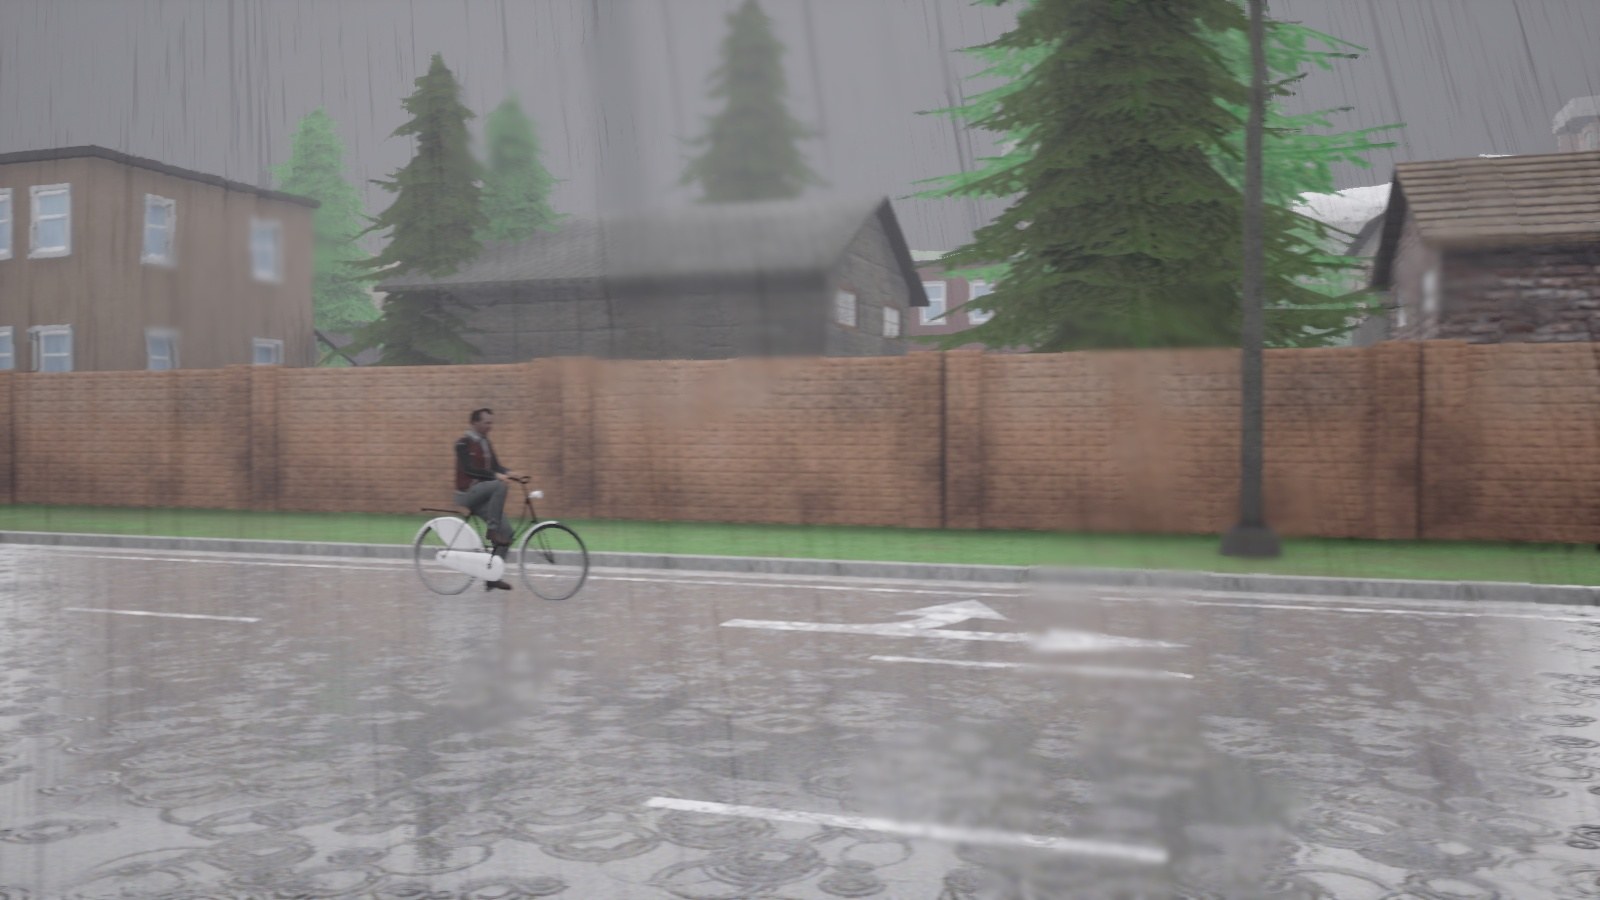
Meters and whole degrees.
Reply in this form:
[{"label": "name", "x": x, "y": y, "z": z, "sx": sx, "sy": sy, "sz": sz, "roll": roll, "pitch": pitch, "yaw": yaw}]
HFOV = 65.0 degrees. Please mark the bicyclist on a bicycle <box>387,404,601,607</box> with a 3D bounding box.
[{"label": "bicyclist on a bicycle", "x": -2.814, "y": 0.475, "z": 11.561, "sx": 1.843, "sy": 1.776, "sz": 0.659, "roll": 0, "pitch": 1, "yaw": 19}]
